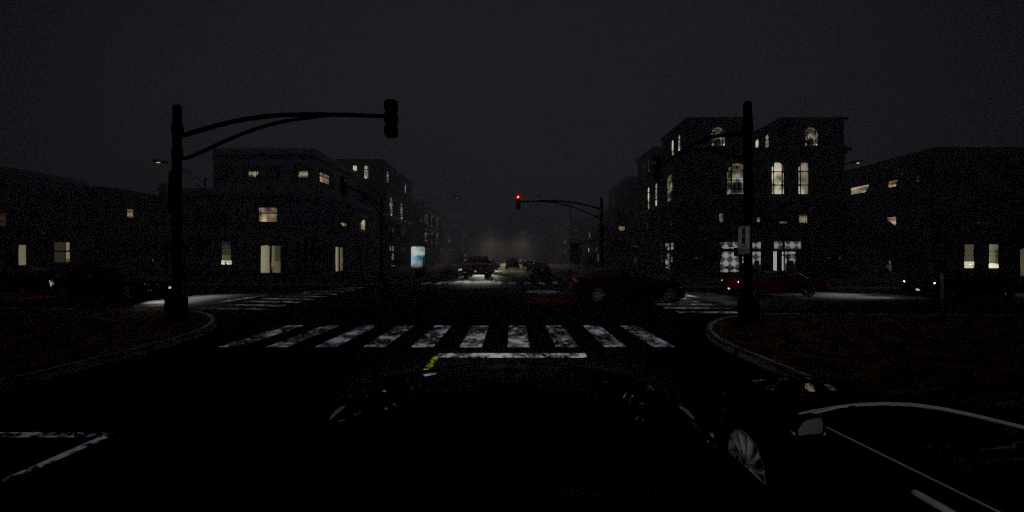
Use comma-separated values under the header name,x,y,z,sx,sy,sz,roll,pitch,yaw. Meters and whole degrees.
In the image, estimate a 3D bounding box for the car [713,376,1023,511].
name,x,y,z,sx,sy,sz,roll,pitch,yaw
car,2.691,1.300,1.571,2.007,1.370,4.403,0,0,0

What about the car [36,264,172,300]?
name,x,y,z,sx,sy,sz,roll,pitch,yaw
car,-18.075,1.173,16.451,4.892,1.490,1.837,1,0,1

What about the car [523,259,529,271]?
name,x,y,z,sx,sy,sz,roll,pitch,yaw
car,2.690,1.338,45.003,1.802,1.307,4.207,0,0,0

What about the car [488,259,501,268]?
name,x,y,z,sx,sy,sz,roll,pitch,yaw
car,-3.051,1.308,63.081,2.033,1.411,5.357,0,0,1

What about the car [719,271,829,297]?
name,x,y,z,sx,sy,sz,roll,pitch,yaw
car,13.801,1.433,19.158,4.718,1.301,1.895,0,0,1

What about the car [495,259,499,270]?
name,x,y,z,sx,sy,sz,roll,pitch,yaw
car,-3.095,1.247,43.438,2.128,1.511,4.902,0,0,1

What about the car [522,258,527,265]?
name,x,y,z,sx,sy,sz,roll,pitch,yaw
car,2.690,1.311,61.570,2.007,1.370,4.403,0,0,0

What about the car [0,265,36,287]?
name,x,y,z,sx,sy,sz,roll,pitch,yaw
car,-30.820,1.228,22.439,4.207,1.307,1.802,0,0,1

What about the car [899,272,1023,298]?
name,x,y,z,sx,sy,sz,roll,pitch,yaw
car,23.750,1.482,19.011,4.718,1.301,1.895,0,0,1

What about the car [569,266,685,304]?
name,x,y,z,sx,sy,sz,roll,pitch,yaw
car,5.101,1.238,16.090,5.008,1.535,1.882,0,0,1

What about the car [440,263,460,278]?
name,x,y,z,sx,sy,sz,roll,pitch,yaw
car,-5.690,1.336,33.974,1.802,1.307,4.207,0,0,0

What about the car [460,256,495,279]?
name,x,y,z,sx,sy,sz,roll,pitch,yaw
car,-3.112,0.976,33.511,2.150,2.045,5.566,0,0,1

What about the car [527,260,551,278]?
name,x,y,z,sx,sy,sz,roll,pitch,yaw
car,2.690,1.320,33.961,1.948,1.339,4.313,0,0,0

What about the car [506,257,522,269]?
name,x,y,z,sx,sy,sz,roll,pitch,yaw
car,0.096,1.115,58.246,2.097,1.767,4.553,0,0,1
